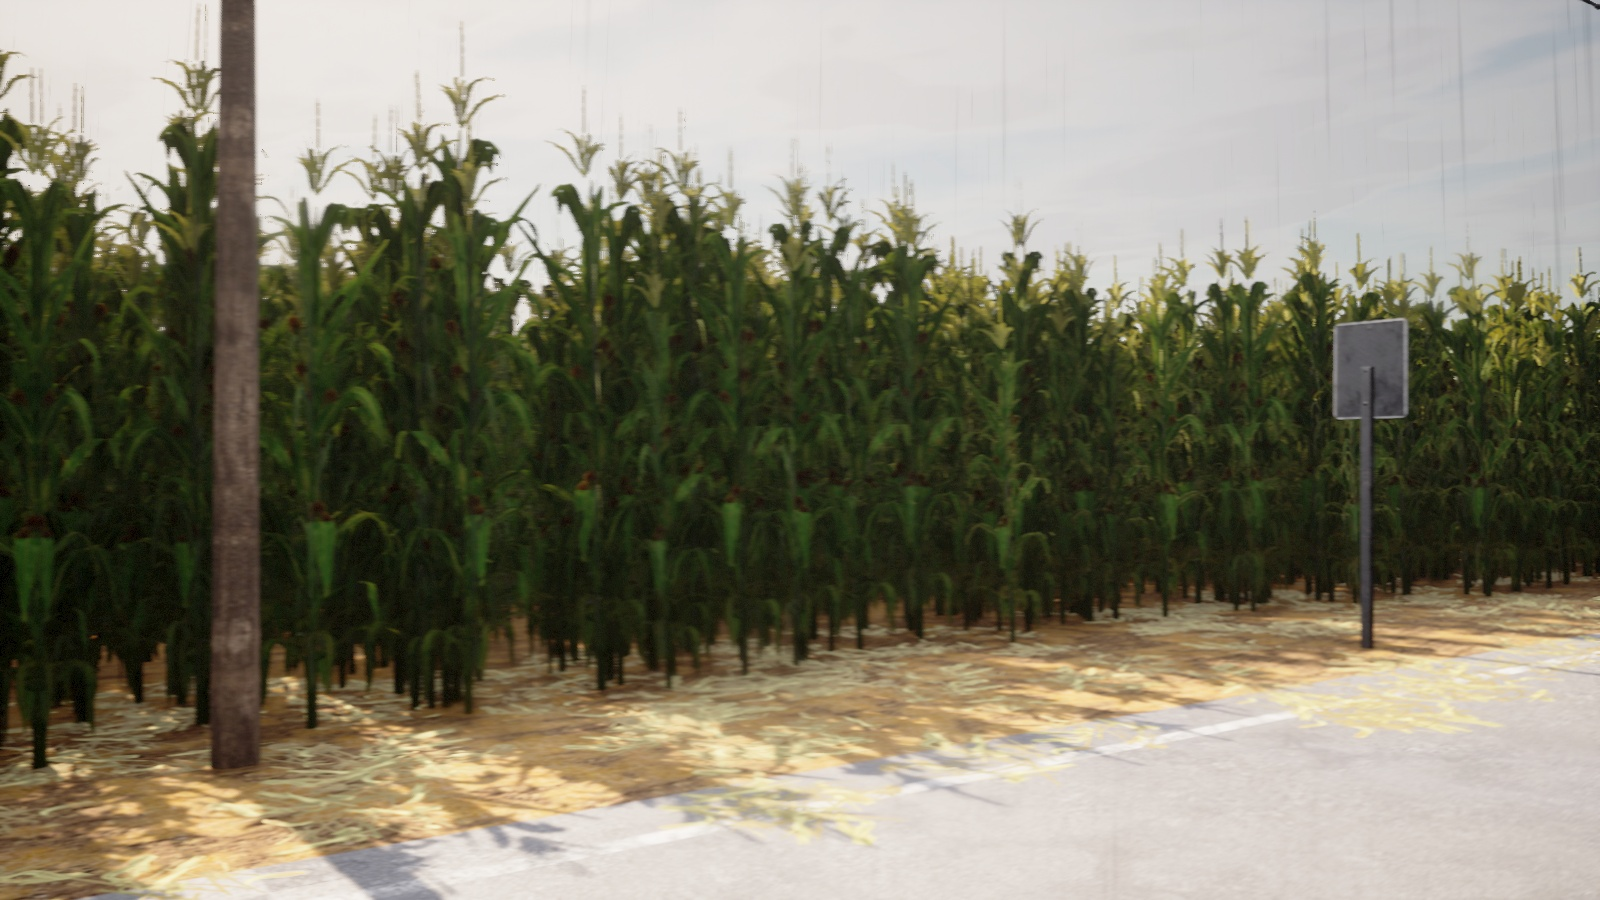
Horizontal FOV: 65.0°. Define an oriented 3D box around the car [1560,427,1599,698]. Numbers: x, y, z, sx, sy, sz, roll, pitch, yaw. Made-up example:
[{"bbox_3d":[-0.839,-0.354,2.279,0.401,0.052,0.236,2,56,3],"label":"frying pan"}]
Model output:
[{"bbox_3d":[7.316,0.680,8.388,4.856,1.649,2.033,0,0,-35],"label":"car"}]
